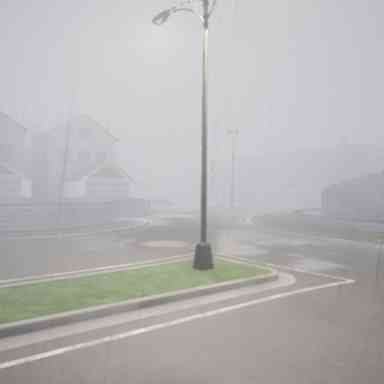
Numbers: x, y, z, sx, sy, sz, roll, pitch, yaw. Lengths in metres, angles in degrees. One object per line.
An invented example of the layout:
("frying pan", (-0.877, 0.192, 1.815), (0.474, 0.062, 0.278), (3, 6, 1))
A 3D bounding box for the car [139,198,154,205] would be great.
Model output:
("car", (-9.091, 1.777, 58.874), (1.812, 1.442, 4.674), (1, 0, -36))

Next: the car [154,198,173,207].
("car", (-5.195, 1.794, 59.458), (1.837, 1.490, 4.892), (1, 0, -36))
